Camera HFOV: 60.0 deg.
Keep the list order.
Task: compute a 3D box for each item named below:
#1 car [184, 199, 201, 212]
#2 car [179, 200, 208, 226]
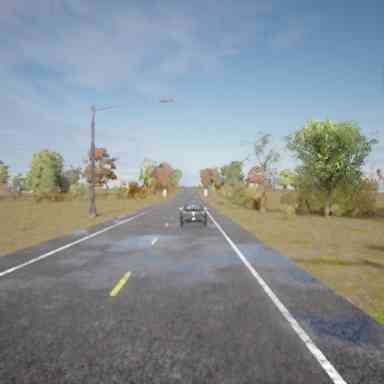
[{"bbox_3d":[0.102,1.630,41.619,1.994,1.385,4.181,0,0,0],"label":"car"},{"bbox_3d":[0.100,1.534,23.760,2.128,1.511,4.902,0,0,0],"label":"car"}]
